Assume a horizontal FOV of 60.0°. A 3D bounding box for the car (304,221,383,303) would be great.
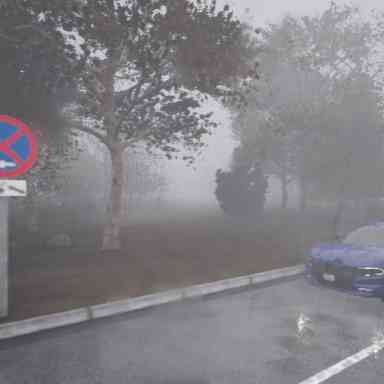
[{"bbox_3d":[4.877,1.486,8.243,5.008,1.535,1.882,0,0,-34],"label":"car"}]
